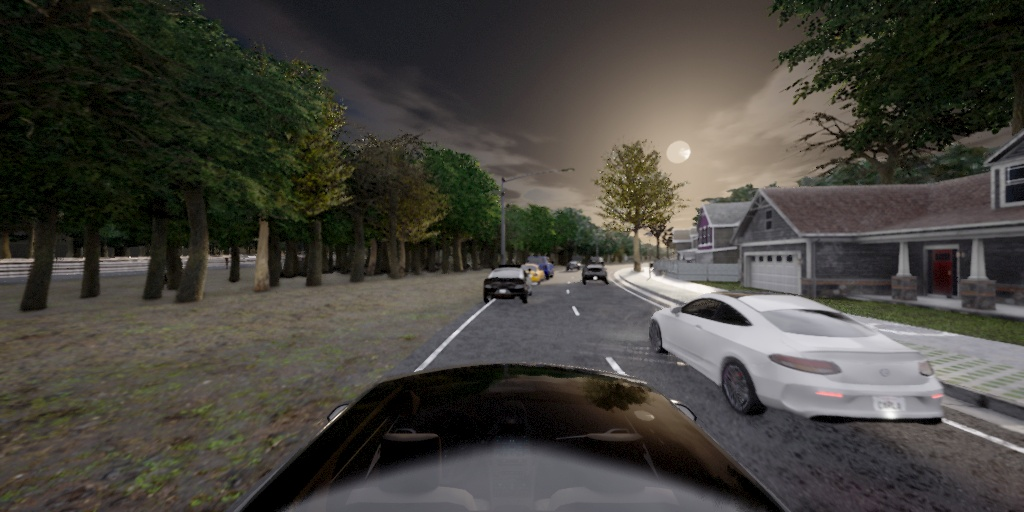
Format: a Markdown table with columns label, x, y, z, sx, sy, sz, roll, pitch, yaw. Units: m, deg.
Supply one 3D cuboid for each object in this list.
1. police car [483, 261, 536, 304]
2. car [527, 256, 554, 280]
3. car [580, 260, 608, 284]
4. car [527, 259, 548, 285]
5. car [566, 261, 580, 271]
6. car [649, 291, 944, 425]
| label | x | y | z | sx | sy | sz | roll | pitch | yaw |
| --- | --- | --- | --- | --- | --- | --- | --- | --- | --- |
| police car | -0.079 | 1.215 | 17.003 | 1.930 | 1.638 | 5.238 | 0 | 0 | 7 |
| car | 2.527 | 1.050 | 32.628 | 2.150 | 2.045 | 5.566 | 0 | 0 | 12 |
| car | 6.436 | 1.321 | 28.066 | 1.837 | 1.490 | 4.892 | 0 | 0 | 11 |
| car | 1.386 | 1.268 | 26.929 | 1.801 | 1.575 | 5.366 | 0 | 0 | 10 |
| car | 8.968 | 1.394 | 51.152 | 1.812 | 1.442 | 4.674 | 0 | 0 | 21 |
| car | 3.797 | 1.293 | 5.826 | 1.812 | 1.442 | 4.674 | 0 | 0 | 2 |
